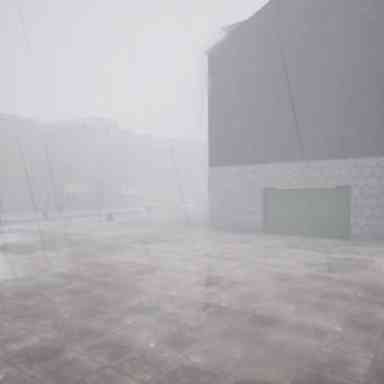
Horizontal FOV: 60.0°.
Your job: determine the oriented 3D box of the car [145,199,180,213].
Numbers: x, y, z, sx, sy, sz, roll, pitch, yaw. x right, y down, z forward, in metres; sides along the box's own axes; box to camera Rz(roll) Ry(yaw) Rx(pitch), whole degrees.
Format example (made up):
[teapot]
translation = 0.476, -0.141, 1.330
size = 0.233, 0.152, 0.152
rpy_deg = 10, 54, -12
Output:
[car]
translation = -3.390, 1.581, 39.289
size = 1.882, 1.535, 5.008
rpy_deg = -1, 0, 36
